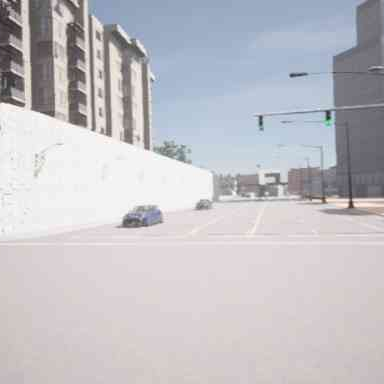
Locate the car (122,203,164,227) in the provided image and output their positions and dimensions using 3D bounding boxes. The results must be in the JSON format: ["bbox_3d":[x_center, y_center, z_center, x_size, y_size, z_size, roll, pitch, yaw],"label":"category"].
[{"bbox_3d":[-3.887,1.791,26.678,2.097,1.767,4.553,-2,-1,13],"label":"car"}]

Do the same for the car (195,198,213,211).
[{"bbox_3d":[1.814,1.813,50.980,2.097,1.767,4.553,-2,-1,13],"label":"car"}]
